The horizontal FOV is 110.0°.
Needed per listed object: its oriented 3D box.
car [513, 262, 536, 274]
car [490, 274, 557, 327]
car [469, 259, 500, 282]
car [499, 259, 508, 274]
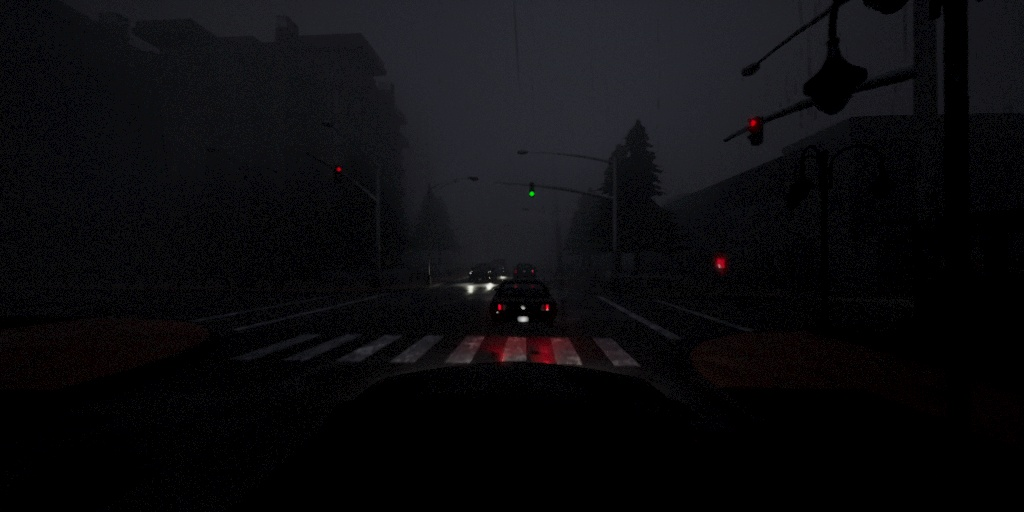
[{"bbox_3d":[1.253,1.464,35.114,2.097,1.767,4.553,0,-1,3],"label":"car"},{"bbox_3d":[0.337,1.466,12.083,1.895,1.301,4.718,0,-1,1],"label":"car"},{"bbox_3d":[-2.586,1.428,32.626,2.097,1.767,4.553,0,-1,3],"label":"car"},{"bbox_3d":[-1.776,1.436,46.536,2.150,2.045,5.566,0,-1,4],"label":"car"}]
